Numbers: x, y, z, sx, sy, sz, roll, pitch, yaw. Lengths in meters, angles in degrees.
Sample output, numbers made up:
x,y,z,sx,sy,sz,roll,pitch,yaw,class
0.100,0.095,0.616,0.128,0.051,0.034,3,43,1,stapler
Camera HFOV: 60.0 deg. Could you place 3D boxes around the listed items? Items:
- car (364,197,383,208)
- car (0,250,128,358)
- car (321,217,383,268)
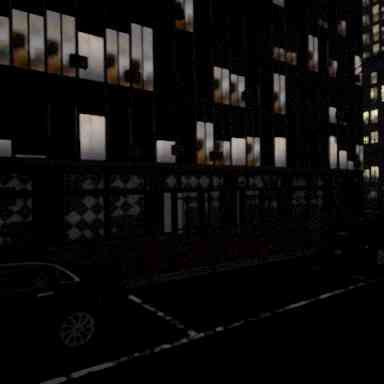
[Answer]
x,y,z,sx,sy,sz,roll,pitch,yaw,class
20.728,1.158,40.939,1.752,1.417,4.829,-1,1,-35,car
-3.059,1.551,4.520,4.403,1.369,2.008,0,-1,-35,car
6.120,1.509,11.093,4.507,1.381,1.887,0,-1,-35,car
